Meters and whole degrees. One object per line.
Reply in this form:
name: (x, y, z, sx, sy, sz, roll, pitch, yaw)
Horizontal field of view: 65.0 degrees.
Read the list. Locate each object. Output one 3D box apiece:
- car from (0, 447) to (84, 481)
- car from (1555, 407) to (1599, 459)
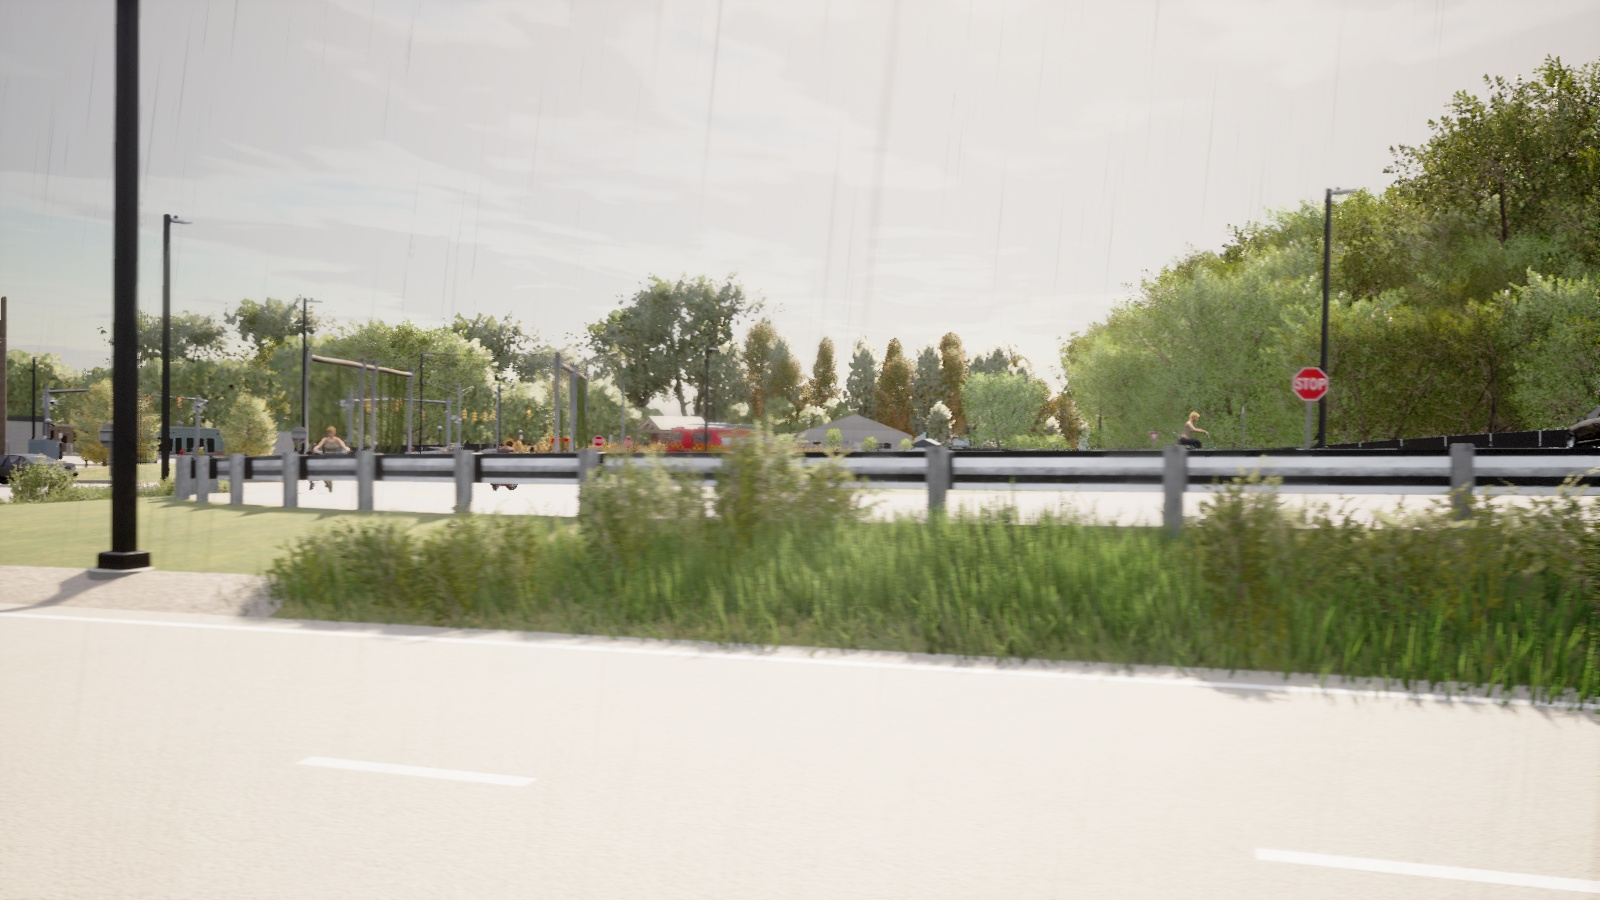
car: (-34.461, 0.603, 55.270, 5.357, 1.411, 2.033, 0, 1, 18)
car: (26.204, -0.548, 40.085, 2.163, 1.488, 4.792, 0, -2, 12)
